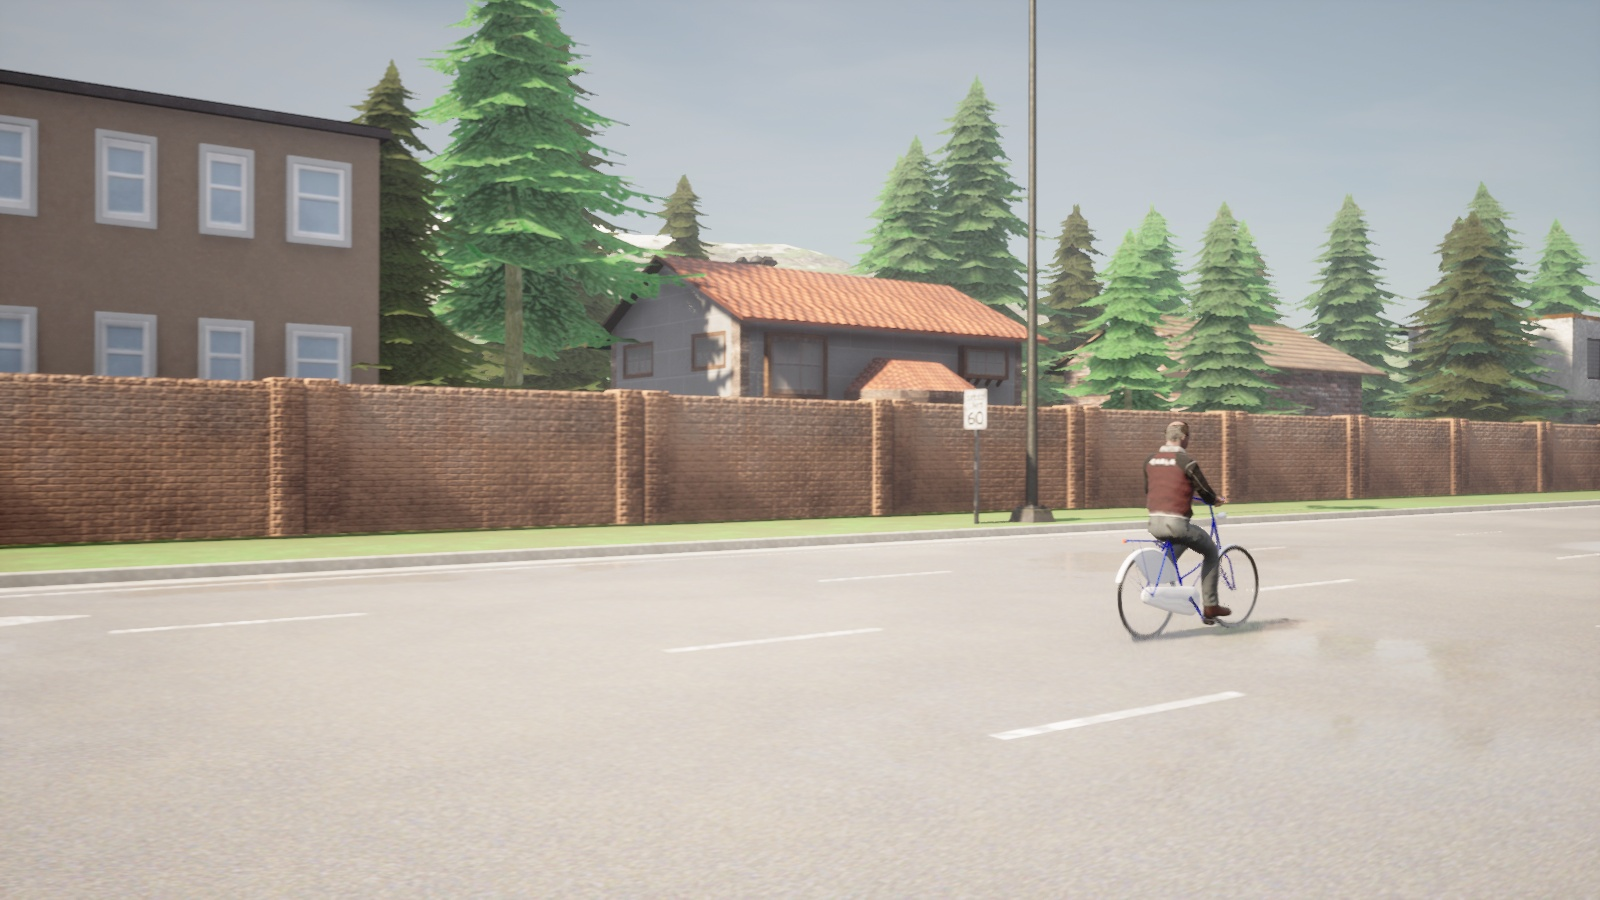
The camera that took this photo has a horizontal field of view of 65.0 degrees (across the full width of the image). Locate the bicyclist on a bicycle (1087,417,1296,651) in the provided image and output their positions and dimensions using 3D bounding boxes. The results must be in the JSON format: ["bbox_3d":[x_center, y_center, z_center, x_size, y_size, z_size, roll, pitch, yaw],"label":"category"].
[{"bbox_3d":[3.247,0.635,10.349,1.843,1.776,0.659,0,0,-36],"label":"bicyclist on a bicycle"}]
